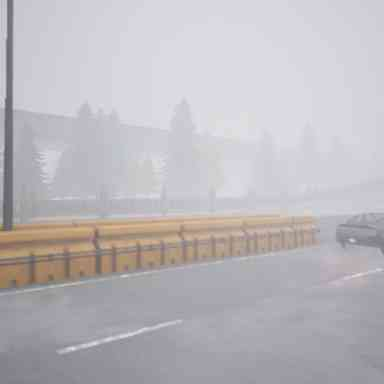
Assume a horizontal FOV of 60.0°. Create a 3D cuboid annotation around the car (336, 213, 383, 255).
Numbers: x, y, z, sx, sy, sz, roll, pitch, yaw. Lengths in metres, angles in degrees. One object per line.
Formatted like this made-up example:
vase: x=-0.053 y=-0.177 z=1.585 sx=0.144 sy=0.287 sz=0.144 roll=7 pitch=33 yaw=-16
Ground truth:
car: x=7.976 y=1.625 z=13.847 sx=4.902 sy=1.511 sz=2.128 roll=1 pitch=0 yaw=-35
